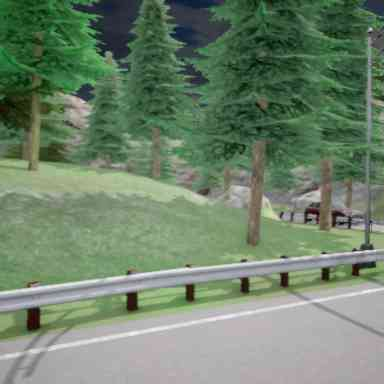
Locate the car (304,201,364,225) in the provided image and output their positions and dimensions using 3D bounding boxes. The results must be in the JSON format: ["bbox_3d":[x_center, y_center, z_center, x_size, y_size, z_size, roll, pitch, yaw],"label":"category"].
[{"bbox_3d":[11.087,1.543,26.150,2.097,1.767,4.553,1,0,-27],"label":"car"}]
